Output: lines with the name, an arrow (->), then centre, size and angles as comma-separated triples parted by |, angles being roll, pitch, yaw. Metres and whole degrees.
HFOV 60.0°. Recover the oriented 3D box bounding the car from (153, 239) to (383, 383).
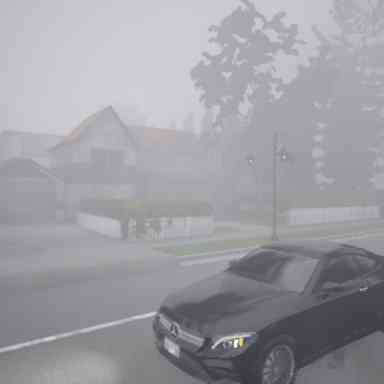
car -> 1.664, 1.526, 5.178 | 4.674, 1.442, 1.812 | 0, 0, -35
